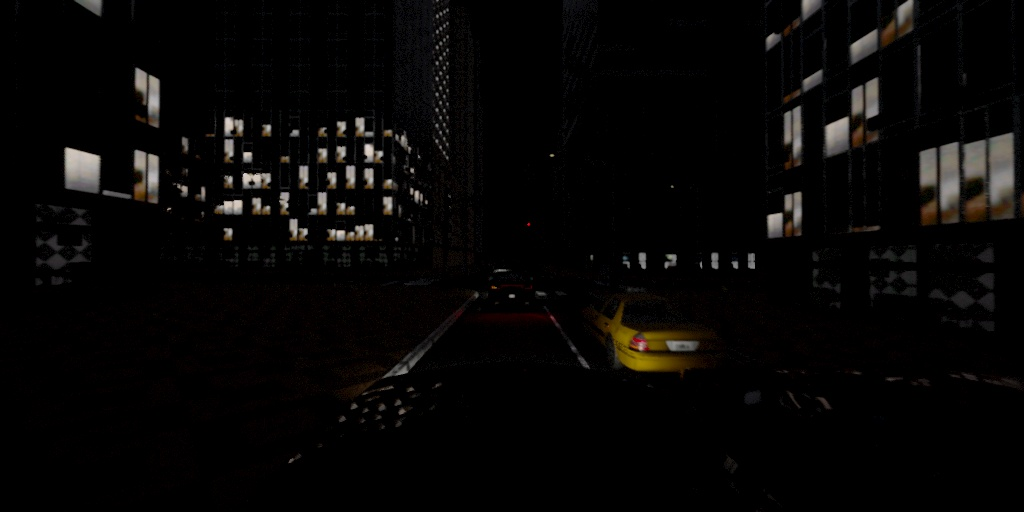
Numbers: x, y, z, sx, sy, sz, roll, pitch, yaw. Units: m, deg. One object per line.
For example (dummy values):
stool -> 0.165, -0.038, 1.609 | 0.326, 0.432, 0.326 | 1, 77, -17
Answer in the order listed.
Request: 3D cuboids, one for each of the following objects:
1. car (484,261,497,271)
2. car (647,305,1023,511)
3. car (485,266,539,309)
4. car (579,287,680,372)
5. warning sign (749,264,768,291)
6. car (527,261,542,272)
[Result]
car -> -4.061, 2.028, 64.110 | 1.802, 1.307, 4.207 | 0, 0, 0
car -> 2.566, 1.298, 1.973 | 1.888, 1.381, 4.507 | 0, 0, 0
car -> -0.041, 1.385, 16.043 | 1.882, 1.535, 5.008 | 0, 0, -1
car -> 2.568, 1.339, 7.695 | 1.751, 1.417, 4.829 | 0, 0, 0
warning sign -> 17.273, 1.458, 24.834 | 1.060, 1.860, 1.300 | 0, 0, -3
car -> 3.896, 1.954, 58.625 | 1.948, 1.339, 4.313 | 0, 0, 0
